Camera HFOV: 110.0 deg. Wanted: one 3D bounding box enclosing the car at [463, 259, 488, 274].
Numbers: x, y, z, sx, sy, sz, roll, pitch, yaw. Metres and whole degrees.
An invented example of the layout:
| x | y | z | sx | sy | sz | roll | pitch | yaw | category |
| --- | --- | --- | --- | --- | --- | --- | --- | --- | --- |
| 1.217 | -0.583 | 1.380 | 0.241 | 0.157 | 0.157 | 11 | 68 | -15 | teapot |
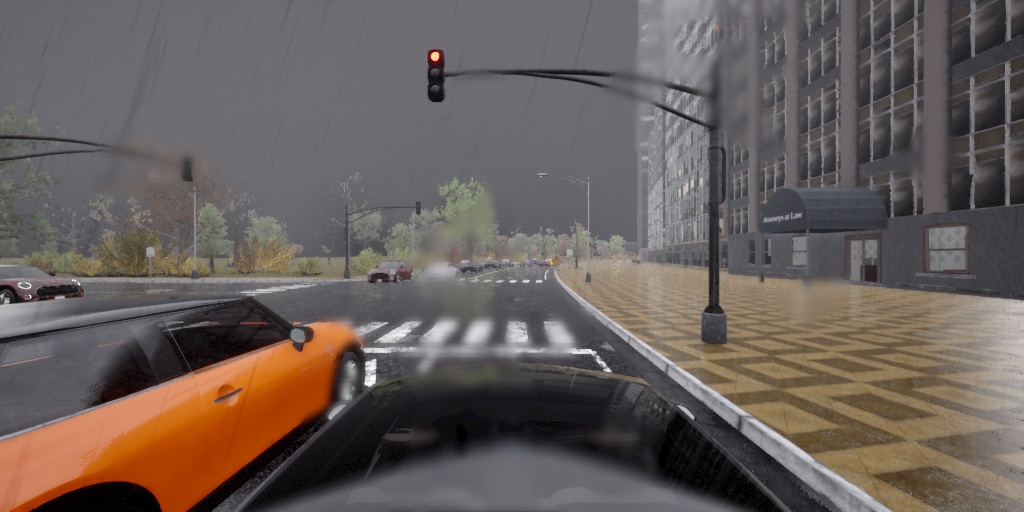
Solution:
| x | y | z | sx | sy | sz | roll | pitch | yaw | category |
| --- | --- | --- | --- | --- | --- | --- | --- | --- | --- |
| -4.408 | 1.350 | 40.477 | 1.895 | 1.301 | 4.718 | 0 | 0 | 6 | car |

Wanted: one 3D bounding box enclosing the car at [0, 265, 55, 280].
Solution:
| x | y | z | sx | sy | sz | roll | pitch | yaw | category |
| --- | --- | --- | --- | --- | --- | --- | --- | --- | --- |
| -20.962 | 1.159 | 14.990 | 4.553 | 1.767 | 2.097 | 0 | 0 | 4 | car |

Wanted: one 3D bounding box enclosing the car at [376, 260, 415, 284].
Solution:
| x | y | z | sx | sy | sz | roll | pitch | yaw | category |
| --- | --- | --- | --- | --- | --- | --- | --- | --- | --- |
| -8.898 | 1.098 | 26.734 | 2.097 | 1.767 | 4.553 | 0 | 0 | 4 | car |

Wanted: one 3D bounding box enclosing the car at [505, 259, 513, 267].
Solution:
| x | y | z | sx | sy | sz | roll | pitch | yaw | category |
| --- | --- | --- | --- | --- | --- | --- | --- | --- | --- |
| -0.981 | 1.282 | 64.491 | 1.812 | 1.442 | 4.674 | 0 | 0 | 10 | car |

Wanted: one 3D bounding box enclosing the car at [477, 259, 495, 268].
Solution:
| x | y | z | sx | sy | sz | roll | pitch | yaw | category |
| --- | --- | --- | --- | --- | --- | --- | --- | --- | --- |
| -4.533 | 1.246 | 63.047 | 2.128 | 1.511 | 4.902 | 0 | 0 | 10 | car |

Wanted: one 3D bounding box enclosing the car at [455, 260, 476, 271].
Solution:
| x | y | z | sx | sy | sz | roll | pitch | yaw | category |
| --- | --- | --- | --- | --- | --- | --- | --- | --- | --- |
| -6.454 | 1.275 | 50.502 | 1.812 | 1.442 | 4.674 | 0 | 0 | 8 | car |

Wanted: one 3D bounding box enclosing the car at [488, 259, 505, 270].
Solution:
| x | y | z | sx | sy | sz | roll | pitch | yaw | category |
| --- | --- | --- | --- | --- | --- | --- | --- | --- | --- |
| -2.782 | 1.353 | 53.373 | 1.895 | 1.301 | 4.718 | 0 | 0 | 8 | car |

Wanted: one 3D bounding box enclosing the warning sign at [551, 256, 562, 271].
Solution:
| x | y | z | sx | sy | sz | roll | pitch | yaw | category |
| --- | --- | --- | --- | --- | --- | --- | --- | --- | --- |
| 5.473 | 0.870 | 44.136 | 1.300 | 1.860 | 1.060 | 0 | 0 | 7 | warning sign |

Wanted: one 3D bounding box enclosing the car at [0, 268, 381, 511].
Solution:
| x | y | z | sx | sy | sz | roll | pitch | yaw | category |
| --- | --- | --- | --- | --- | --- | --- | --- | --- | --- |
| -3.102 | 1.102 | 3.209 | 2.097 | 1.767 | 4.553 | 0 | 0 | 0 | car |

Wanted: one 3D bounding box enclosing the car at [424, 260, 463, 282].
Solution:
| x | y | z | sx | sy | sz | roll | pitch | yaw | category |
| --- | --- | --- | --- | --- | --- | --- | --- | --- | --- |
| -5.510 | 1.273 | 28.634 | 1.812 | 1.442 | 4.674 | 0 | 0 | 5 | car |
